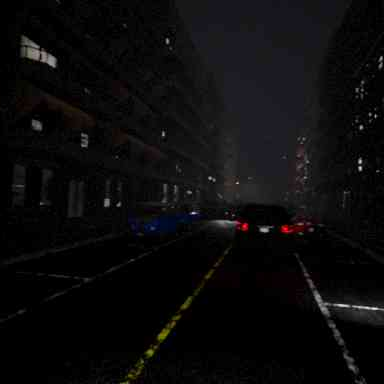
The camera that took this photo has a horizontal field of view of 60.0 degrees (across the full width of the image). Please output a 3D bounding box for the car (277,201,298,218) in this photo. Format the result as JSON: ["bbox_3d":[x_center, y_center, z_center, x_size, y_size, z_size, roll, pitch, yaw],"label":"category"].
[{"bbox_3d":[11.952,2.168,42.046,2.192,1.841,5.009,3,0,13],"label":"car"}]

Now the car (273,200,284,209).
[{"bbox_3d":[19.300,2.824,74.405,2.192,1.841,5.009,3,0,13],"label":"car"}]

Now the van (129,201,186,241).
[{"bbox_3d":[-1.805,1.412,16.884,1.690,1.788,3.998,4,0,13],"label":"van"}]

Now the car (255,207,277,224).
[{"bbox_3d":[7.052,2.158,31.620,1.895,1.301,4.718,2,-1,13],"label":"car"}]

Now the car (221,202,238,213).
[{"bbox_3d":[5.530,2.240,49.238,1.947,1.339,4.313,4,0,13],"label":"car"}]

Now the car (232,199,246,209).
[{"bbox_3d":[9.218,2.315,65.414,2.192,1.841,5.009,3,0,13],"label":"car"}]

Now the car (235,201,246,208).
[{"bbox_3d":[10.428,2.656,70.806,1.887,1.381,4.507,3,0,13],"label":"car"}]

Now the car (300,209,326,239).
[{"bbox_3d":[7.072,1.997,20.467,1.887,1.381,4.507,3,0,13],"label":"car"}]

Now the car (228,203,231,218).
[{"bbox_3d":[4.365,1.970,32.938,1.837,1.490,4.892,2,-1,13],"label":"car"}]

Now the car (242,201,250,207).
[{"bbox_3d":[14.099,3.041,86.984,1.802,1.307,4.206,3,0,13],"label":"car"}]

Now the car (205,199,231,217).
[{"bbox_3d":[3.096,1.784,38.453,2.192,1.841,5.009,4,0,13],"label":"car"}]

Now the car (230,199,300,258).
[{"bbox_3d":[3.126,1.463,14.258,2.150,2.045,5.566,2,0,13],"label":"car"}]

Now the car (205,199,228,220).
[{"bbox_3d":[1.871,1.683,33.062,2.192,1.841,5.009,4,0,13],"label":"car"}]

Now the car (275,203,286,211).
[{"bbox_3d":[16.835,2.864,63.617,1.802,1.307,4.206,3,0,13],"label":"car"}]

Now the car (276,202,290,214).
[{"bbox_3d":[14.394,2.504,52.832,1.967,1.590,4.097,3,0,13],"label":"car"}]

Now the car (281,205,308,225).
[{"bbox_3d":[9.536,2.092,31.251,1.967,1.590,4.097,3,0,13],"label":"car"}]

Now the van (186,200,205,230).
[{"bbox_3d":[-0.580,1.510,22.278,1.690,1.788,3.998,4,0,13],"label":"van"}]

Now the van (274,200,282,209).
[{"bbox_3d":[20.523,2.966,79.798,1.690,1.788,3.998,3,0,13],"label":"van"}]
